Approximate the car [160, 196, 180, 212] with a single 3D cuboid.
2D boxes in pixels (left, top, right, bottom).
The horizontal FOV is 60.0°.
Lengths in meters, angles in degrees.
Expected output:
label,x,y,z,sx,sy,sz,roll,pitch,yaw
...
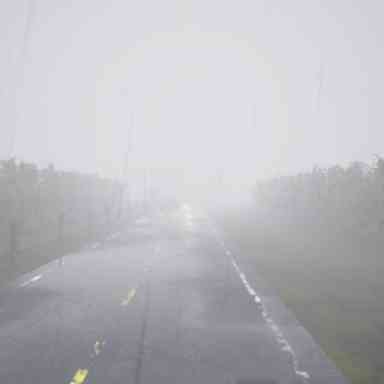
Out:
label,x,y,z,sx,sy,sz,roll,pitch,yaw
car,-2.756,1.528,42.300,2.150,2.045,5.566,0,0,0
